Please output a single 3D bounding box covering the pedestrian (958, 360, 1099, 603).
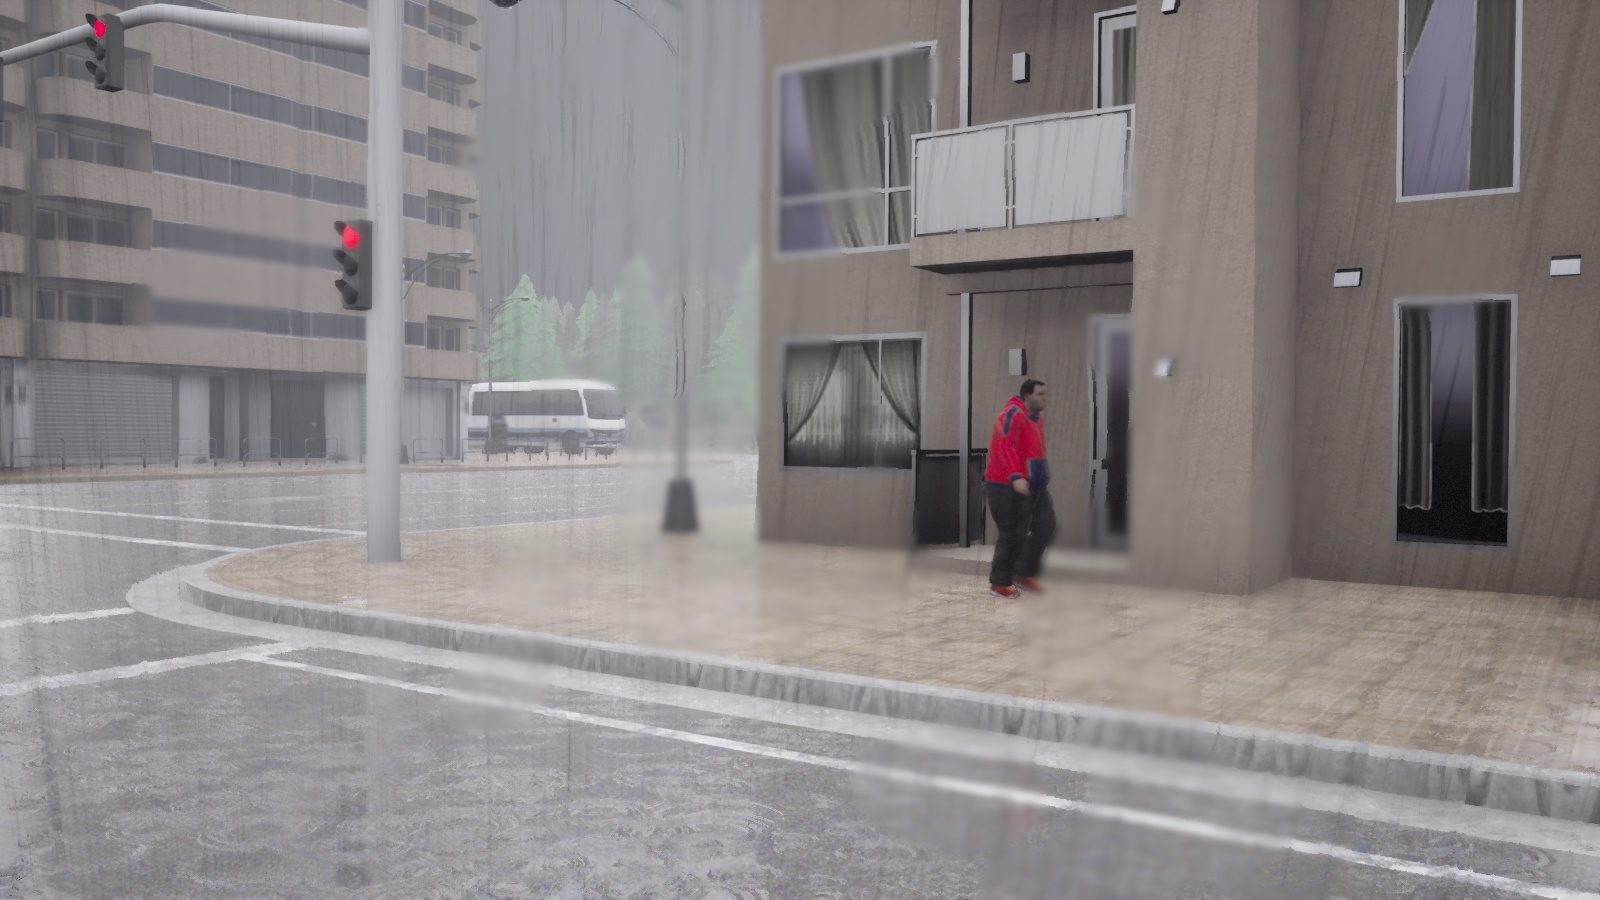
[{"bbox_3d":[1.824,0.236,10.051,0.899,1.844,0.634,0,1,40],"label":"pedestrian"}]

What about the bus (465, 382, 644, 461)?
[{"bbox_3d":[-14.189,-1.558,72.230,10.273,4.253,3.944,0,1,34],"label":"bus"}]
